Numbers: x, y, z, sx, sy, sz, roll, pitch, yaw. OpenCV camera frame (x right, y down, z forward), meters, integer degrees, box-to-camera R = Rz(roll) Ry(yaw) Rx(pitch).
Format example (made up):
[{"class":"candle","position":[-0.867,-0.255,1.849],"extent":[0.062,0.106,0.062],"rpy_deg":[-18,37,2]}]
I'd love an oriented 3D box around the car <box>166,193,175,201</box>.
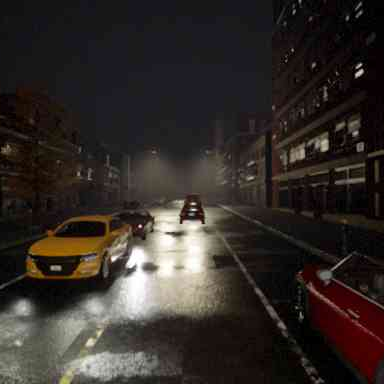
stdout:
[{"class":"car","position":[-5.695,1.305,89.490],"extent":[2.192,1.841,5.009],"rpy_deg":[1,0,0]}]

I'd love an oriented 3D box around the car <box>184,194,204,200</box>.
[{"class":"car","position":[0.079,1.213,44.809],"extent":[2.150,2.045,5.566],"rpy_deg":[0,0,0]}]

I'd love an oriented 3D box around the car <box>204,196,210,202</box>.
[{"class":"car","position":[2.686,1.514,66.977],"extent":[1.752,1.417,4.829],"rpy_deg":[1,0,0]}]

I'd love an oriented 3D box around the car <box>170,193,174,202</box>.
[{"class":"car","position":[-5.696,1.554,72.431],"extent":[1.947,1.339,4.313],"rpy_deg":[1,0,0]}]

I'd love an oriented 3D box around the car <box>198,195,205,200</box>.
[{"class":"car","position":[2.679,1.535,95.240],"extent":[1.887,1.381,4.507],"rpy_deg":[1,0,0]}]

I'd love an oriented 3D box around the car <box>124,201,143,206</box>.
[{"class":"car","position":[-5.685,1.575,32.624],"extent":[1.802,1.307,4.206],"rpy_deg":[1,0,0]}]

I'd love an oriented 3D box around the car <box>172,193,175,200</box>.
[{"class":"car","position":[-5.695,1.429,78.117],"extent":[1.967,1.590,4.097],"rpy_deg":[1,0,0]}]

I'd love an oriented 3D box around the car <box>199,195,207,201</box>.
[{"class":"car","position":[2.681,1.571,83.866],"extent":[1.802,1.307,4.206],"rpy_deg":[1,0,0]}]

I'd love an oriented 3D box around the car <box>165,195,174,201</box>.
[{"class":"car","position":[-5.698,1.555,83.804],"extent":[1.947,1.339,4.313],"rpy_deg":[1,0,0]}]

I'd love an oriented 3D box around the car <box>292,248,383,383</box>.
[{"class":"car","position":[2.705,1.439,4.253],"extent":[1.967,1.590,4.097],"rpy_deg":[1,0,0]}]

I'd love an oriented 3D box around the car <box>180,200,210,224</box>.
[{"class":"car","position":[0.037,1.542,24.914],"extent":[2.033,1.411,5.357],"rpy_deg":[0,0,1]}]

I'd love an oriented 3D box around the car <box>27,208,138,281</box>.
[{"class":"car","position":[-3.097,1.475,10.102],"extent":[1.882,1.535,5.008],"rpy_deg":[0,0,0]}]

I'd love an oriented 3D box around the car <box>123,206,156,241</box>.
[{"class":"car","position":[-3.004,1.597,16.850],"extent":[1.895,1.301,4.718],"rpy_deg":[0,0,0]}]

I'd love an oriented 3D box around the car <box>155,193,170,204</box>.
[{"class":"car","position":[-5.690,1.429,61.056],"extent":[1.967,1.590,4.097],"rpy_deg":[1,0,0]}]
